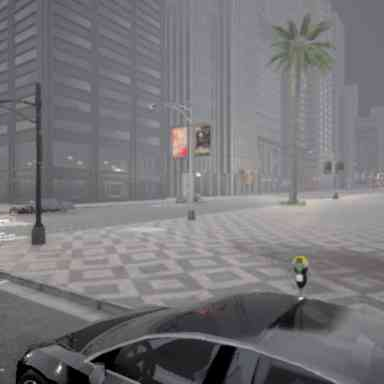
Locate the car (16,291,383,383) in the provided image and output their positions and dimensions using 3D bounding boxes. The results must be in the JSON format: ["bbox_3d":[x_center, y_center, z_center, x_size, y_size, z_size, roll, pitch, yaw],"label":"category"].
[{"bbox_3d":[0.331,1.562,2.732,4.313,1.339,1.947,0,0,35],"label":"car"}]

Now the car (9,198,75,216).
[{"bbox_3d":[-12.959,1.226,29.139,2.033,1.411,5.357,0,1,36],"label":"car"}]

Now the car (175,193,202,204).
[{"bbox_3d":[-0.435,0.856,46.564,1.837,1.490,4.892,0,1,36],"label":"car"}]
